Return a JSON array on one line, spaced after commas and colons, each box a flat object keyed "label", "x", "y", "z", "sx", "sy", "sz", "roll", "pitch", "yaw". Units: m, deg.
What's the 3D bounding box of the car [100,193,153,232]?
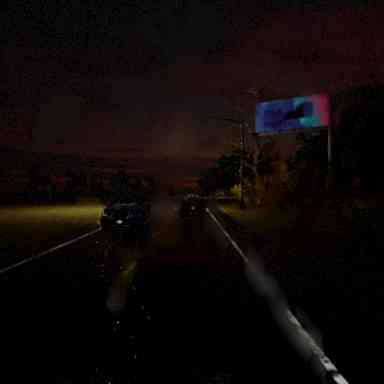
[{"label": "car", "x": -3.589, "y": 1.094, "z": 19.275, "sx": 2.150, "sy": 2.045, "sz": 5.566, "roll": 0, "pitch": 0, "yaw": 0}]

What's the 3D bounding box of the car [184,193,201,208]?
[{"label": "car", "x": 0.093, "y": 1.071, "z": 42.898, "sx": 2.097, "sy": 1.767, "sz": 4.553, "roll": 0, "pitch": 0, "yaw": 0}]

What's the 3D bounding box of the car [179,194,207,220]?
[{"label": "car", "x": 0.084, "y": 1.181, "z": 26.007, "sx": 2.097, "sy": 1.767, "sz": 4.553, "roll": 0, "pitch": 0, "yaw": 0}]
